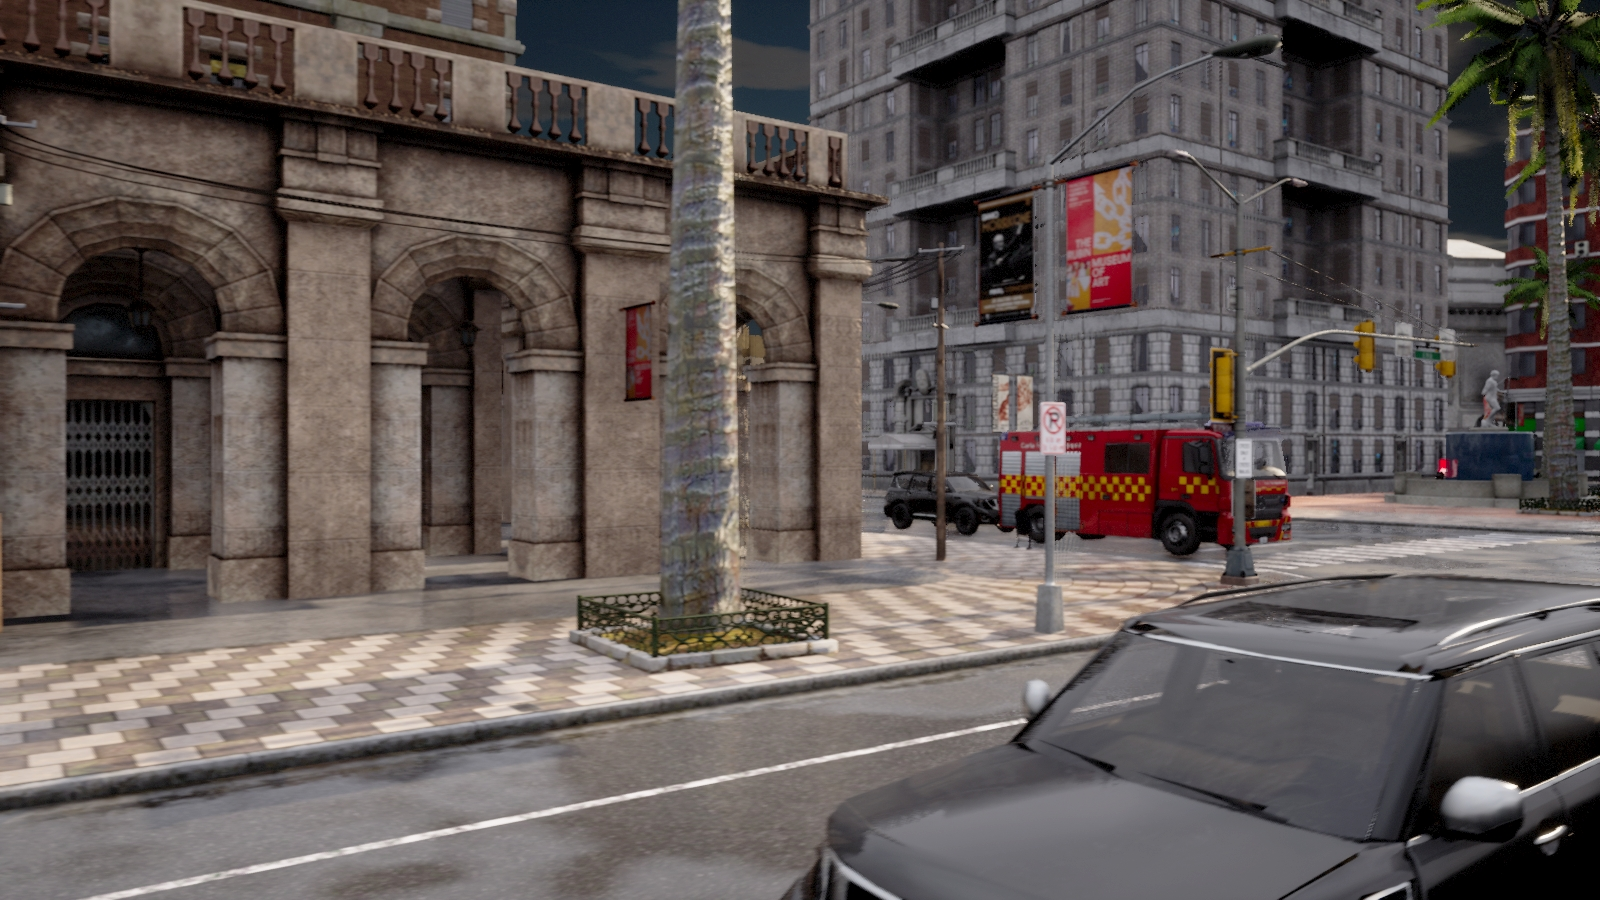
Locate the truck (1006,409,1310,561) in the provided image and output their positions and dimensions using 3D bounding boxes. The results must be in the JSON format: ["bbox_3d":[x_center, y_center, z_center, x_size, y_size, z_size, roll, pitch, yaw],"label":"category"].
[{"bbox_3d":[10.032,0.880,33.137,2.891,3.827,8.468,0,0,-34],"label":"truck"}]

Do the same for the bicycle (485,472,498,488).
[{"bbox_3d":[-22.836,2.199,84.545,0.329,1.171,1.835,0,0,-37],"label":"bicycle"}]

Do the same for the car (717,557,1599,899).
[{"bbox_3d":[2.546,1.777,5.567,5.566,2.045,2.150,0,0,-35],"label":"car"}]

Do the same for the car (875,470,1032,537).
[{"bbox_3d":[5.217,1.769,39.657,2.150,2.045,5.566,0,0,-35],"label":"car"}]
